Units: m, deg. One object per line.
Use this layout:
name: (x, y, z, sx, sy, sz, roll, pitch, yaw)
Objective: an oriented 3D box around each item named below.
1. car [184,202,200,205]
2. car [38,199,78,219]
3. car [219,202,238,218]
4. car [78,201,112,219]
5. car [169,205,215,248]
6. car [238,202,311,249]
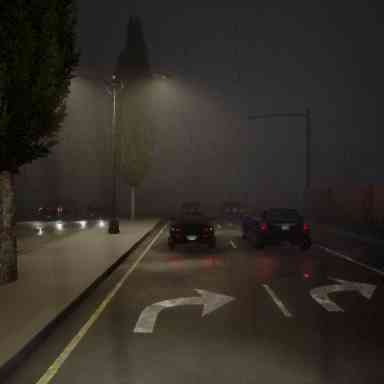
car: (0.000, 1.563, 29.650, 2.033, 1.411, 5.357, 0, 0, 0)
car: (-11.500, 1.404, 28.880, 2.097, 1.767, 4.553, 0, 0, 0)
car: (3.500, 1.563, 29.650, 2.033, 1.411, 5.357, 0, 0, 0)
car: (-8.000, 1.560, 28.850, 1.812, 1.442, 4.674, 0, 0, 0)
car: (0.000, 1.533, 14.650, 1.812, 1.442, 4.674, 0, 0, 0)
car: (3.500, 1.366, 14.620, 2.097, 1.767, 4.553, 0, 0, 0)
